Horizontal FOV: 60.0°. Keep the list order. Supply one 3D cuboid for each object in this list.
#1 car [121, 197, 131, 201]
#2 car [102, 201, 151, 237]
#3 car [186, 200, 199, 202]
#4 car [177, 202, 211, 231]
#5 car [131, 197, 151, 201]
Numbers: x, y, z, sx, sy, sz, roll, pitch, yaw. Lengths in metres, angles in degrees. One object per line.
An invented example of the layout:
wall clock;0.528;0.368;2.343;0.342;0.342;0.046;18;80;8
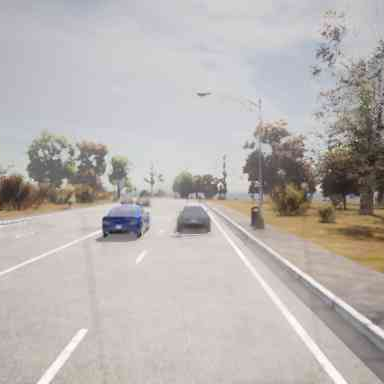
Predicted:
car;-10.675;1.486;55.260;1.812;1.442;4.674;0;0;-1
car;-3.398;1.465;17.888;1.882;1.535;5.008;0;0;0
car;0.105;1.573;38.468;1.895;1.301;4.718;0;0;0
car;0.104;1.549;20.309;1.994;1.385;4.181;0;0;0
car;-7.099;1.458;48.674;2.128;1.511;4.902;0;0;0
